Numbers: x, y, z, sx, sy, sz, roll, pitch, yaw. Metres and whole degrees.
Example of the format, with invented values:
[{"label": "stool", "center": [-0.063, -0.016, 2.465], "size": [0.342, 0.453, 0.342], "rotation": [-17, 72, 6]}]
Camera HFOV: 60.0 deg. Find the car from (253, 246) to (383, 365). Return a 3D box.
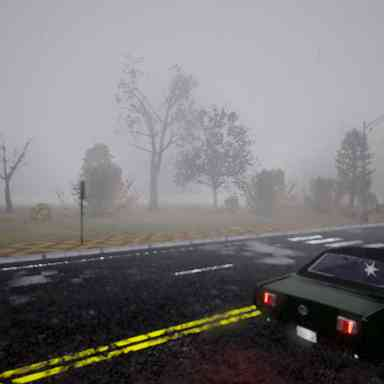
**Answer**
[{"label": "car", "center": [3.367, 1.624, 5.711], "size": [4.718, 1.301, 1.895], "rotation": [0, 0, -35]}]
